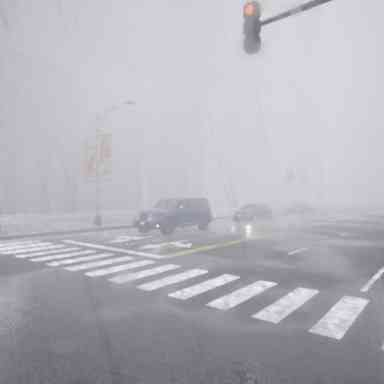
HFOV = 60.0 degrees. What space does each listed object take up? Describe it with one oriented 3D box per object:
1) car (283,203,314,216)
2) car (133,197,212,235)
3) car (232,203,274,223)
[{"bbox_3d":[11.576,1.883,35.984,1.895,1.301,4.718,0,0,38],"label":"car"},{"bbox_3d":[-0.976,1.350,20.065,2.150,2.045,5.566,0,0,38],"label":"car"},{"bbox_3d":[5.218,1.709,27.922,1.837,1.490,4.892,0,0,39],"label":"car"}]
